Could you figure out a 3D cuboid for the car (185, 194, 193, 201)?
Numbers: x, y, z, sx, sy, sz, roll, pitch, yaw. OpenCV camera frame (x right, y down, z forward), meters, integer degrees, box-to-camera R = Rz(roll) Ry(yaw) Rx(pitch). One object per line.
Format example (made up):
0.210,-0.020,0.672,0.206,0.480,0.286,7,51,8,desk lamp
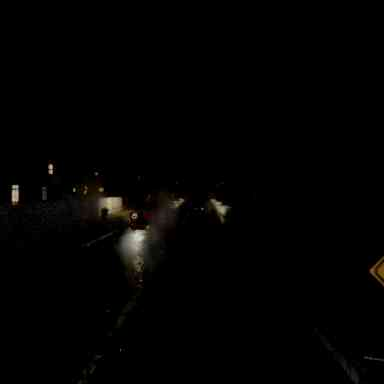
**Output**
-0.554,1.257,74.148,1.882,1.535,5.008,0,0,2,car

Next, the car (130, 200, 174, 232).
-2.277,1.312,19.902,2.097,1.767,4.553,0,0,2,car

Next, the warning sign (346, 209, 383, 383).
2.586,1.131,3.635,1.300,1.860,1.060,0,-1,2,warning sign

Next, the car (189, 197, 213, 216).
0.976,1.511,31.625,2.033,1.411,5.357,0,0,2,car

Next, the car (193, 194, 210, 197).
1.406,1.443,46.180,1.837,1.490,4.892,0,0,3,car

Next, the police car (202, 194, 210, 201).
3.298,1.299,78.749,1.930,1.638,5.238,0,0,2,police car
